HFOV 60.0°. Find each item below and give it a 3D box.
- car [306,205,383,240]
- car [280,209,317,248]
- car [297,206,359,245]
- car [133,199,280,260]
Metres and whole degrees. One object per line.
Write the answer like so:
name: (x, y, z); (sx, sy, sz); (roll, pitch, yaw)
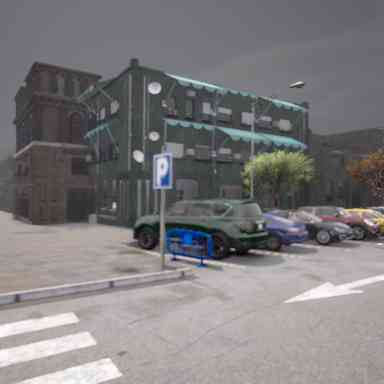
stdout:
car: (7.574, 1.525, 17.931); (4.553, 1.767, 2.185); (-1, -2, 36)
car: (2.677, 1.620, 14.622); (4.674, 1.452, 2.002); (-1, -1, 36)
car: (5.134, 1.616, 16.270); (4.892, 1.521, 2.231); (0, -1, 36)
car: (0.191, 1.294, 12.993); (5.566, 2.045, 2.435); (0, -1, 36)
